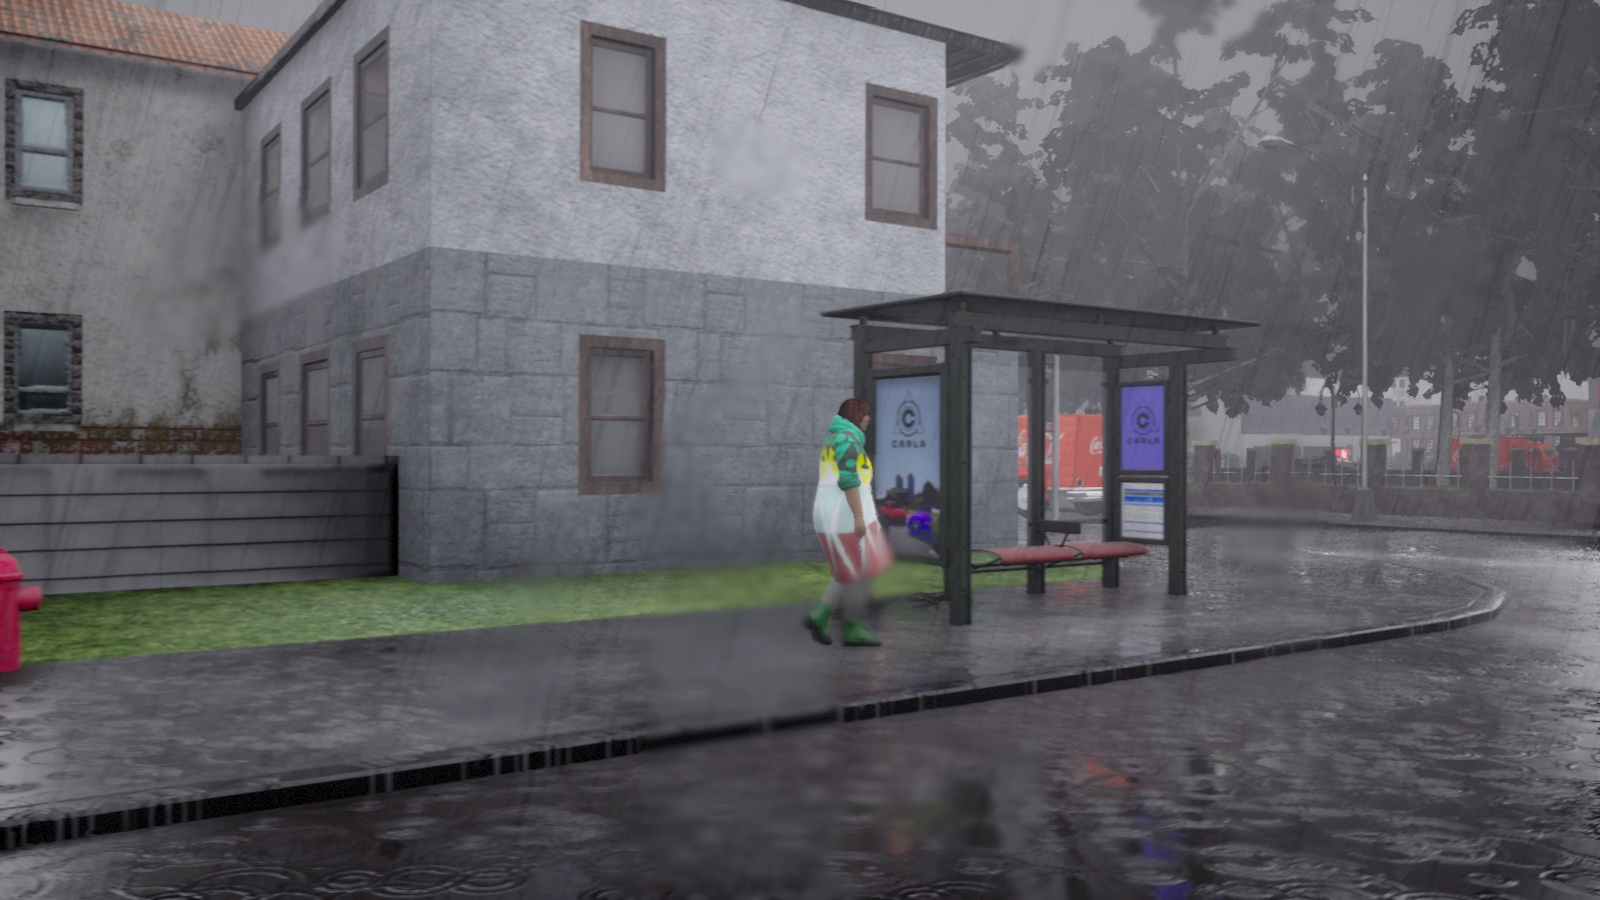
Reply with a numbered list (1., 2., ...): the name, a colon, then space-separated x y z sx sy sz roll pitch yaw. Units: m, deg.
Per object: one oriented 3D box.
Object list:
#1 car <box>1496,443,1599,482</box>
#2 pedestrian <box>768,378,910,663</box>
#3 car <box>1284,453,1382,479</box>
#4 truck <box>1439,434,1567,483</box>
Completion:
1. car: 40.608 0.653 67.101 2.150 2.045 5.566 0 0 -35
2. pedestrian: 0.269 0.484 9.043 0.873 1.952 0.659 0 0 -14
3. car: 31.167 0.920 73.562 2.128 1.511 4.902 0 0 -35
4. truck: 36.717 0.446 65.678 2.627 2.467 5.204 0 0 -35
